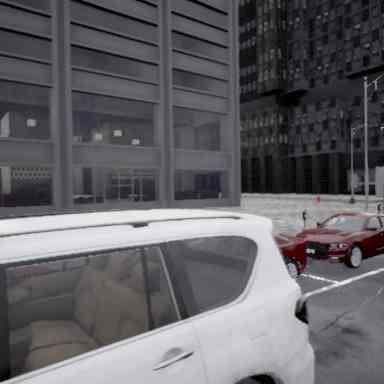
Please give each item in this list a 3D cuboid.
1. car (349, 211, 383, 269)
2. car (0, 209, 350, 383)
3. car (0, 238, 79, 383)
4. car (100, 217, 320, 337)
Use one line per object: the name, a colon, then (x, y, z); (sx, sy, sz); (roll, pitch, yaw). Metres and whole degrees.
car: (5.048, 1.309, 10.346); (4.507, 1.381, 1.887); (-2, 1, -36)
car: (-1.530, 1.227, 2.159); (5.566, 2.045, 2.150); (-2, 1, -36)
car: (-3.901, 1.573, 3.869); (4.507, 1.381, 1.887); (-2, 1, -36)
car: (0.574, 1.441, 7.108); (4.507, 1.381, 1.887); (-2, 1, -36)
